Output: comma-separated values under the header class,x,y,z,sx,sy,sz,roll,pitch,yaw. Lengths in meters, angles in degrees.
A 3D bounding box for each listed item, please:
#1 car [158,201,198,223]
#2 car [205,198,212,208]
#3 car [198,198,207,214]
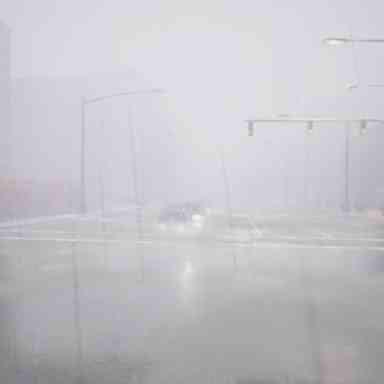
class,x,y,z,sx,sy,sz,roll,pitch,yaw
car,-1.086,1.472,24.945,2.033,1.411,5.357,1,0,7
car,2.136,1.614,51.986,2.128,1.511,4.902,0,-1,7
car,0.138,1.583,35.261,1.895,1.301,4.718,0,0,8
